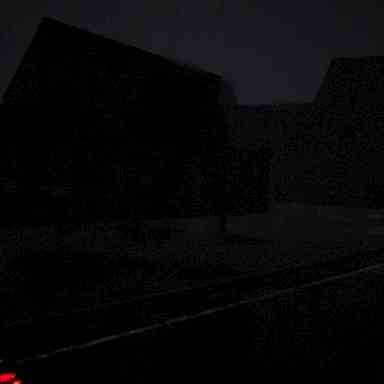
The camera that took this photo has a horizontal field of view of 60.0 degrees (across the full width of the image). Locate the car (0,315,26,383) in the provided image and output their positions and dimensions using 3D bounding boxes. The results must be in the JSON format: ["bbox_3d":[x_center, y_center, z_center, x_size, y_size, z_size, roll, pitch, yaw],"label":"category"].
[{"bbox_3d":[-3.319,1.348,1.645,4.553,1.767,2.097,0,0,-36],"label":"car"}]
